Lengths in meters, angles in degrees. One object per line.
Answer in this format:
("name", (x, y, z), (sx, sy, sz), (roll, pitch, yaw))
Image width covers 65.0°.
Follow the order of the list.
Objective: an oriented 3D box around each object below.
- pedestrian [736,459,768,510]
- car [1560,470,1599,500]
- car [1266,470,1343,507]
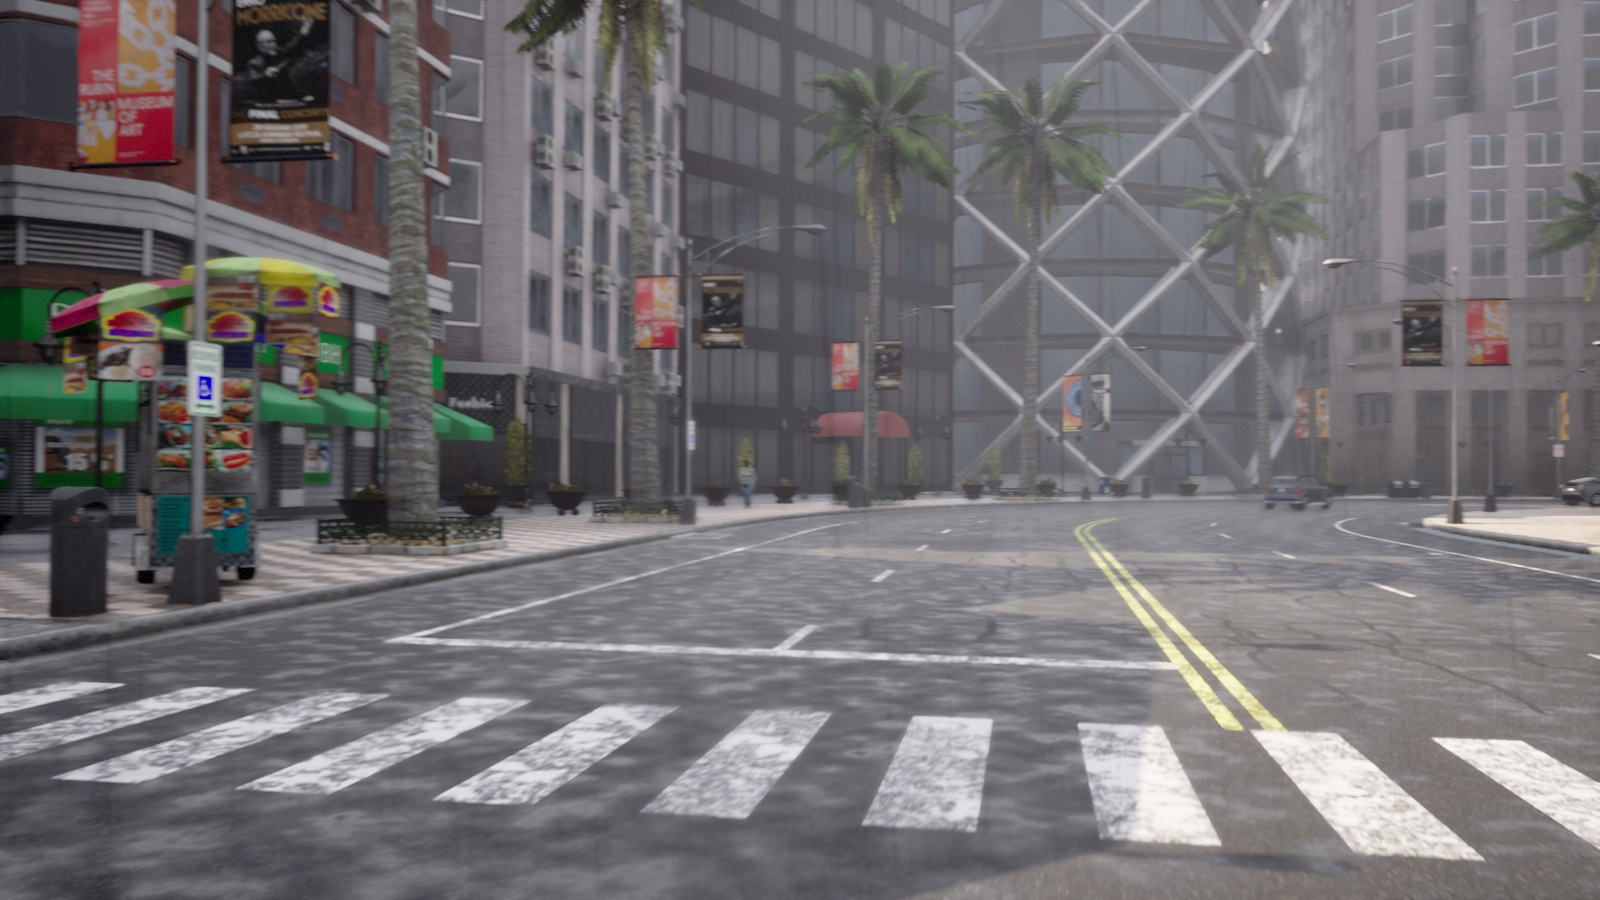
("pedestrian", (-1.766, 1.252, 46.324), (0.874, 1.855, 0.900), (0, -1, 21))
("car", (41.809, 1.770, 64.497), (4.514, 1.525, 2.007), (0, -1, -8))
("car", (22.280, 1.684, 55.420), (3.705, 1.549, 1.789), (1, -1, -44))
